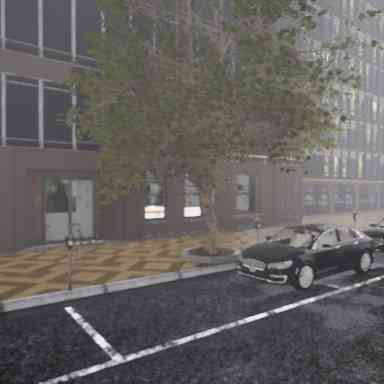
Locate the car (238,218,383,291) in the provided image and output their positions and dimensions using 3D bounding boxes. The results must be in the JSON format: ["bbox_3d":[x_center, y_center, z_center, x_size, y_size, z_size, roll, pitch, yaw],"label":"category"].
[{"bbox_3d":[3.147,1.521,8.812,4.403,1.369,2.008,0,0,-36],"label":"car"}]
